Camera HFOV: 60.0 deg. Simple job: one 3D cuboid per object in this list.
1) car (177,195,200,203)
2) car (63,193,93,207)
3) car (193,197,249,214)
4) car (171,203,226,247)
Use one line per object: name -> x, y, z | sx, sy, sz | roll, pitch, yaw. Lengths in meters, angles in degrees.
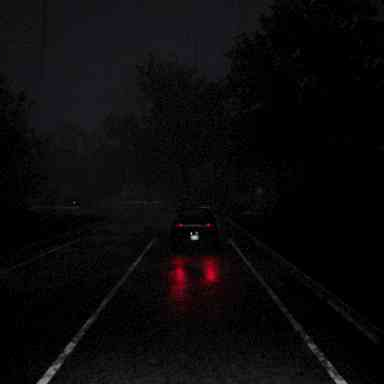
car -> -0.308, 1.348, 63.025 | 4.902, 1.511, 2.128 | 0, 0, 5
car -> -17.172, 1.108, 50.403 | 2.150, 2.045, 5.566 | -1, 0, 15
car -> 3.106, 1.474, 31.935 | 5.357, 1.411, 2.033 | 0, 0, -37
car -> 0.097, 1.457, 14.691 | 2.128, 1.511, 4.902 | 0, 0, 0
